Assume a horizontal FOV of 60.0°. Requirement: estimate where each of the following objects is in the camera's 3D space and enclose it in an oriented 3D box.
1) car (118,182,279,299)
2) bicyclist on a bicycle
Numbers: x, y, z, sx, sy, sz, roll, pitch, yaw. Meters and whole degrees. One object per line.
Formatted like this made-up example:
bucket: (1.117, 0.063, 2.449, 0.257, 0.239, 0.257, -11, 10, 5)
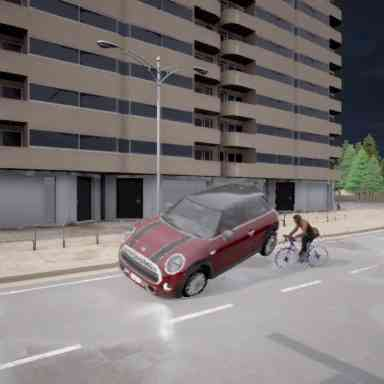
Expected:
car: (0.379, 0.867, 8.537, 2.097, 1.767, 4.553, 22, 26, 39)
bicyclist on a bicycle: (3.205, 1.459, 9.668, 1.656, 1.620, 0.582, -3, 6, -8)
